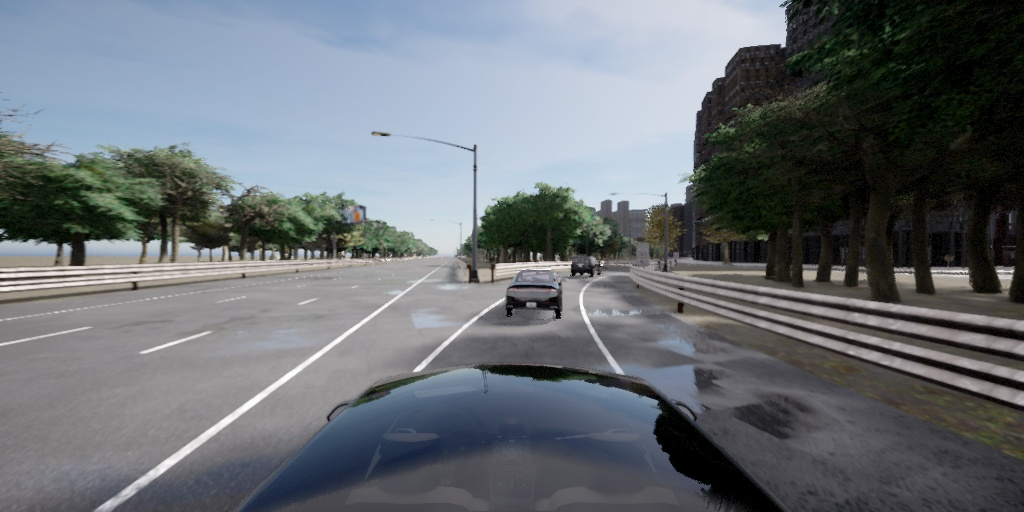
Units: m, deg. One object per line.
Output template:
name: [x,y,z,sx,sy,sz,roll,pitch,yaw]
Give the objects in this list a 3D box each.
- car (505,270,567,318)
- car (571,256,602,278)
car: [0.938,1.253,13.171,2.128,1.511,4.902,0,0,8]
car: [7.471,1.042,35.811,2.150,2.045,5.566,0,0,24]
